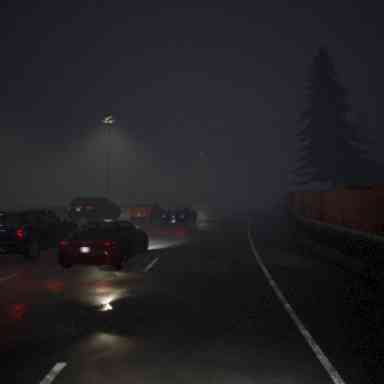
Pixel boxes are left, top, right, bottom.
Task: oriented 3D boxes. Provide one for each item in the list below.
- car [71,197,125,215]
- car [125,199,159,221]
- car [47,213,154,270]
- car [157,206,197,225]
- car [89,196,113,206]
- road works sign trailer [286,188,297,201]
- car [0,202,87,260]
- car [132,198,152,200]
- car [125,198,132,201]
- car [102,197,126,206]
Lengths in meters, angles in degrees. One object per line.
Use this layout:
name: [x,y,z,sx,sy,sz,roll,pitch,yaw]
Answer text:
car: [-7.724,1.381,26.753,2.150,2.045,5.566,0,0,11]
car: [-3.716,1.648,28.799,1.882,1.535,5.008,0,0,12]
car: [-2.837,1.630,11.466,1.994,1.385,4.181,0,-1,6]
car: [-0.857,1.752,25.392,1.895,1.301,4.718,0,0,11]
car: [-17.897,1.740,65.701,2.097,1.767,4.553,0,-1,22]
road works sign trailer: [22.886,0.924,75.977,2.380,3.560,2.880,0,0,35]
car: [-6.185,1.427,12.993,2.097,1.767,4.553,0,0,6]
car: [-8.369,1.839,61.240,1.882,1.535,5.008,0,0,23]
car: [-11.752,1.870,62.219,1.837,1.490,4.892,0,0,23]
car: [-14.854,1.853,63.885,1.882,1.535,5.008,0,0,23]
